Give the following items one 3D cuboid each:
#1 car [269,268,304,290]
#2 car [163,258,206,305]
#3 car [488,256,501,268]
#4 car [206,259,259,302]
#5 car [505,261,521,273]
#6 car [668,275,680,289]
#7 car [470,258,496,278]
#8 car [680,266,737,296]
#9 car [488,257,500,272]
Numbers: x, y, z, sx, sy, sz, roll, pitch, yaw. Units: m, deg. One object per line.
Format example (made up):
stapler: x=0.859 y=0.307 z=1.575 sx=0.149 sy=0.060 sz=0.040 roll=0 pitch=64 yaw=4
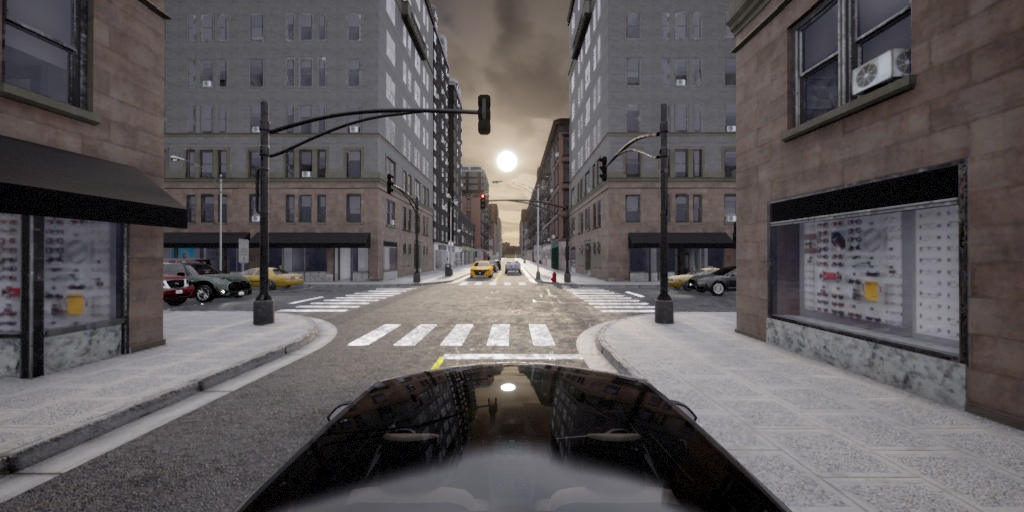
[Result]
car: x=-15.234 y=1.277 z=21.575 sx=4.829 sy=1.417 sz=1.751 roll=0 pitch=0 yaw=0
car: x=-15.090 y=1.034 z=13.549 sx=5.009 sy=1.841 sz=2.192 roll=0 pitch=0 yaw=0
car: x=-2.801 y=0.948 z=54.896 sx=2.150 sy=2.045 sz=5.566 roll=0 pitch=0 yaw=0
car: x=-14.378 y=1.082 z=16.089 sx=4.553 sy=1.767 sz=2.097 roll=0 pitch=0 yaw=0
car: x=0.137 y=1.283 z=43.805 sx=2.033 sy=1.411 sz=5.357 roll=0 pitch=0 yaw=0
car: x=11.649 y=1.302 z=21.516 sx=4.829 sy=1.417 sz=1.751 roll=0 pitch=0 yaw=0
car: x=-2.821 y=1.219 z=33.900 sx=1.882 sy=1.535 sz=5.008 roll=0 pitch=0 yaw=0
car: x=11.913 y=1.271 z=18.970 sx=4.892 sy=1.490 sz=1.837 roll=0 pitch=0 yaw=1
car: x=-2.815 y=1.240 z=44.303 sx=1.837 sy=1.490 sz=4.892 roll=0 pitch=0 yaw=0
